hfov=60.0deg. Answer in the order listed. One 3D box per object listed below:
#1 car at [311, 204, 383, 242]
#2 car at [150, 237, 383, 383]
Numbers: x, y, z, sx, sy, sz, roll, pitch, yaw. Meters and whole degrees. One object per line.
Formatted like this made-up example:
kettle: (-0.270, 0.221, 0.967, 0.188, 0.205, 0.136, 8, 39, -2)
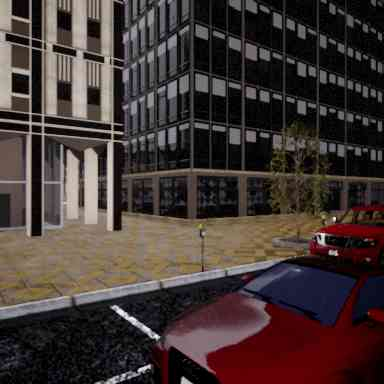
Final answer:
car: (5.874, 1.335, 10.481, 5.009, 1.841, 2.192, 0, 0, -36)
car: (1.604, 1.571, 4.102, 4.181, 1.385, 1.994, 0, 0, -36)
